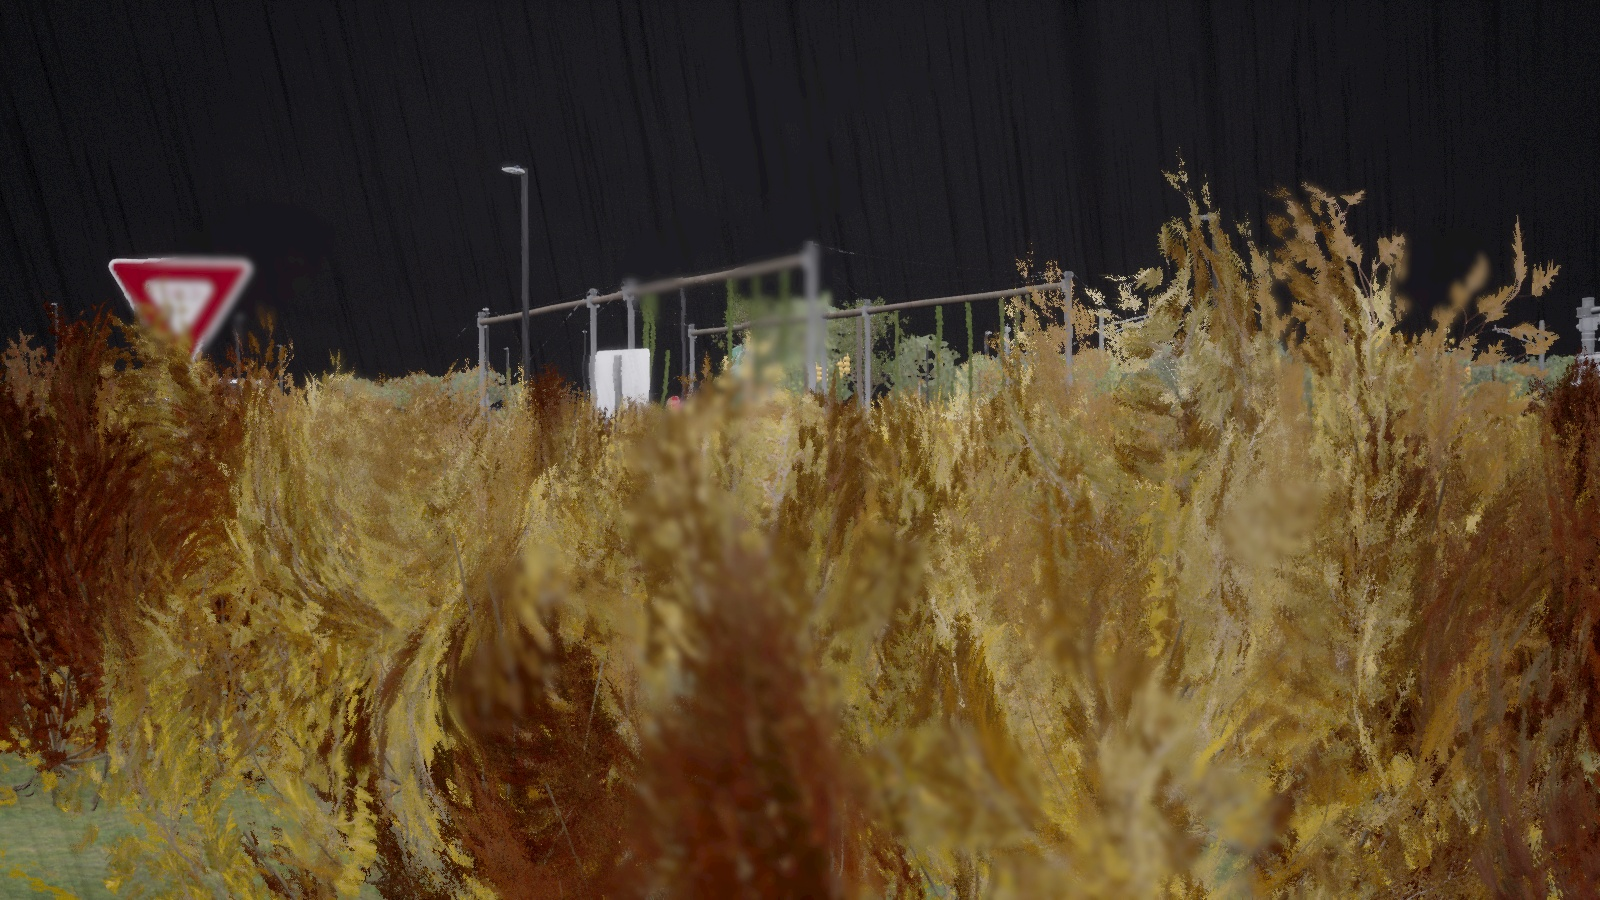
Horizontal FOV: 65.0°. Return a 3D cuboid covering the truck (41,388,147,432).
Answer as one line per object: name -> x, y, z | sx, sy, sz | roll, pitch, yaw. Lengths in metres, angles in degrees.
truck -> -44.807, -2.515, 79.866 | 5.204, 2.467, 2.627 | 3, 0, -10

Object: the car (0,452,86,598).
car -> -10.417, 0.753, 13.385 | 4.674, 1.442, 1.812 | 0, 2, 6
